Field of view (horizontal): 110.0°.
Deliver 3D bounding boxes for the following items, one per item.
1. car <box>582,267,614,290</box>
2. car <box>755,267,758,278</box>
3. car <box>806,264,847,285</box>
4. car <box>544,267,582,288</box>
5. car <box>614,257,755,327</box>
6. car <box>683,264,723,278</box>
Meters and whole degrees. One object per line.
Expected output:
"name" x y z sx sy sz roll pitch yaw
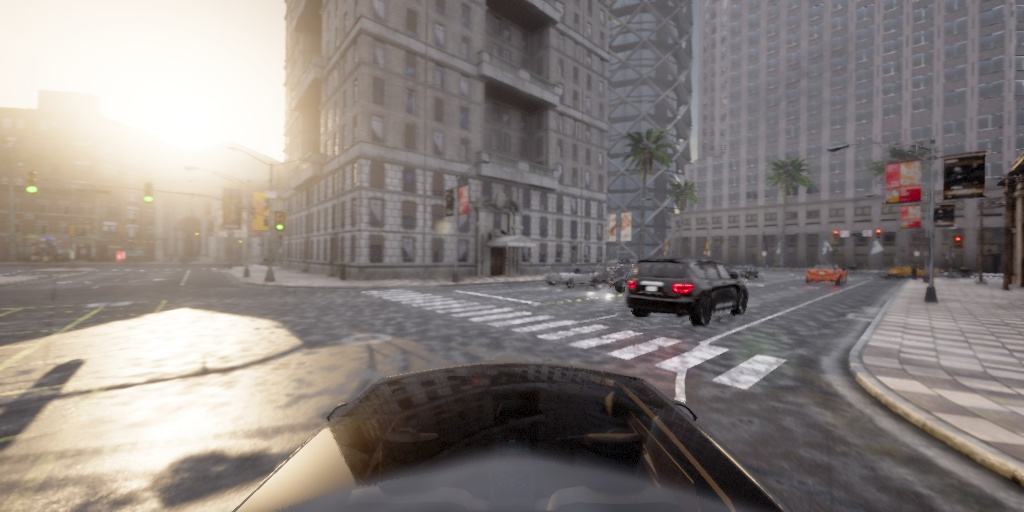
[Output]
"car" 7.036 1.393 22.544 5.357 1.411 2.033 1 0 -42
"car" 24.000 1.551 37.280 4.902 1.511 2.128 1 0 -41
"car" 26.294 1.424 29.912 4.553 1.767 2.097 1 0 -41
"car" 4.395 1.415 24.879 4.718 1.301 1.895 1 0 -41
"car" 6.068 1.085 12.209 5.566 2.045 2.150 1 0 -41
"car" 20.983 1.570 39.306 5.357 1.411 2.033 1 0 -41
